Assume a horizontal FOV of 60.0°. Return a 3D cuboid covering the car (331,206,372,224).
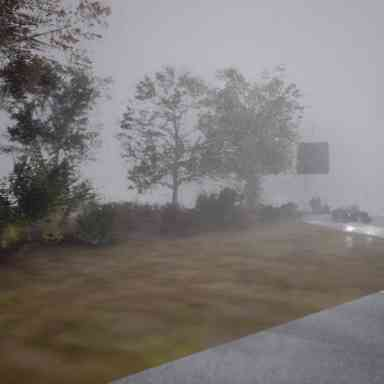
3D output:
[{"bbox_3d":[13.065,1.846,27.461,1.895,1.301,4.718,0,0,9],"label":"car"}]
